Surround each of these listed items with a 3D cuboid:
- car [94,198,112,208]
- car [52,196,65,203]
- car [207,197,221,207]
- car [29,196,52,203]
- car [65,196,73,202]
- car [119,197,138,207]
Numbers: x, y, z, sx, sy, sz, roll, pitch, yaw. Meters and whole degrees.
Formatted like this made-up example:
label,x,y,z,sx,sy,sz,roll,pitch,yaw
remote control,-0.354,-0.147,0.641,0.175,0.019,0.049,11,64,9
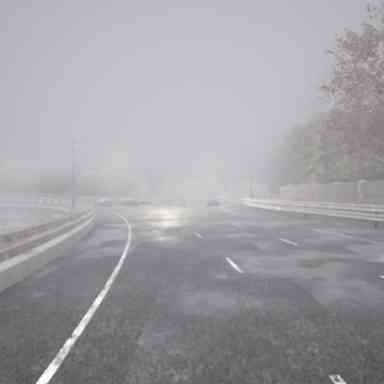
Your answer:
label,x,y,z,sx,sy,sz,roll,pitch,yaw
car,-13.898,1.689,52.213,1.812,1.442,4.674,0,0,-29
car,-34.481,1.754,82.755,4.553,1.767,2.097,-1,0,39
car,3.435,1.491,51.768,1.812,1.442,4.674,-1,0,9
car,-36.351,1.936,79.743,4.674,1.442,1.812,-1,0,39
car,-32.253,1.890,85.441,4.902,1.511,2.128,-1,0,39
car,-10.161,1.598,52.673,1.882,1.535,5.008,0,0,-29
